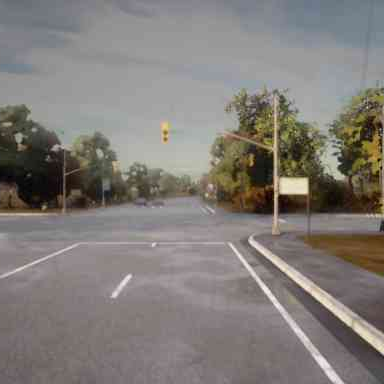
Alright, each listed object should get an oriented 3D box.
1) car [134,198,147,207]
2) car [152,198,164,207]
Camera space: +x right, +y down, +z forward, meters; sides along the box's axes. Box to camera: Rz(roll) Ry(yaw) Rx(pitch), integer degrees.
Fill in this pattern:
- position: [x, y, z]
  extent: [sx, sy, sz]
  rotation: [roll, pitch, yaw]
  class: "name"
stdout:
- position: [-10.442, 2.027, 67.581]
  extent: [2.097, 1.767, 4.553]
  rotation: [0, -1, 0]
  class: "car"
- position: [-6.943, 2.027, 67.662]
  extent: [2.097, 1.767, 4.553]
  rotation: [0, -1, 0]
  class: "car"
